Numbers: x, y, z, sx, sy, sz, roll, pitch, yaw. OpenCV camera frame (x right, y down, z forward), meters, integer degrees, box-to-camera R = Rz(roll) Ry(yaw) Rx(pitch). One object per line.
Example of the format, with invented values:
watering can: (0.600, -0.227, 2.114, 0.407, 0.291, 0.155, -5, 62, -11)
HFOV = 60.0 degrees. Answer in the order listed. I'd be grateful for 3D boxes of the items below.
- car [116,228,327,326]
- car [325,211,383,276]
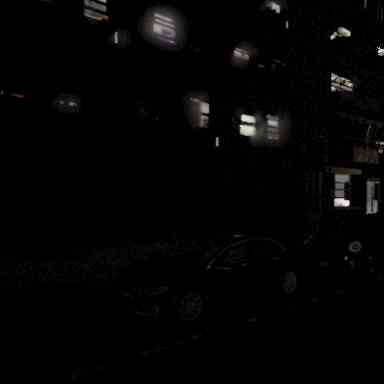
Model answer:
car: (0.601, 1.554, 6.988, 4.403, 1.369, 2.008, 0, 0, -36)
car: (5.230, 1.445, 10.299, 4.097, 1.590, 1.967, 0, 0, -36)
